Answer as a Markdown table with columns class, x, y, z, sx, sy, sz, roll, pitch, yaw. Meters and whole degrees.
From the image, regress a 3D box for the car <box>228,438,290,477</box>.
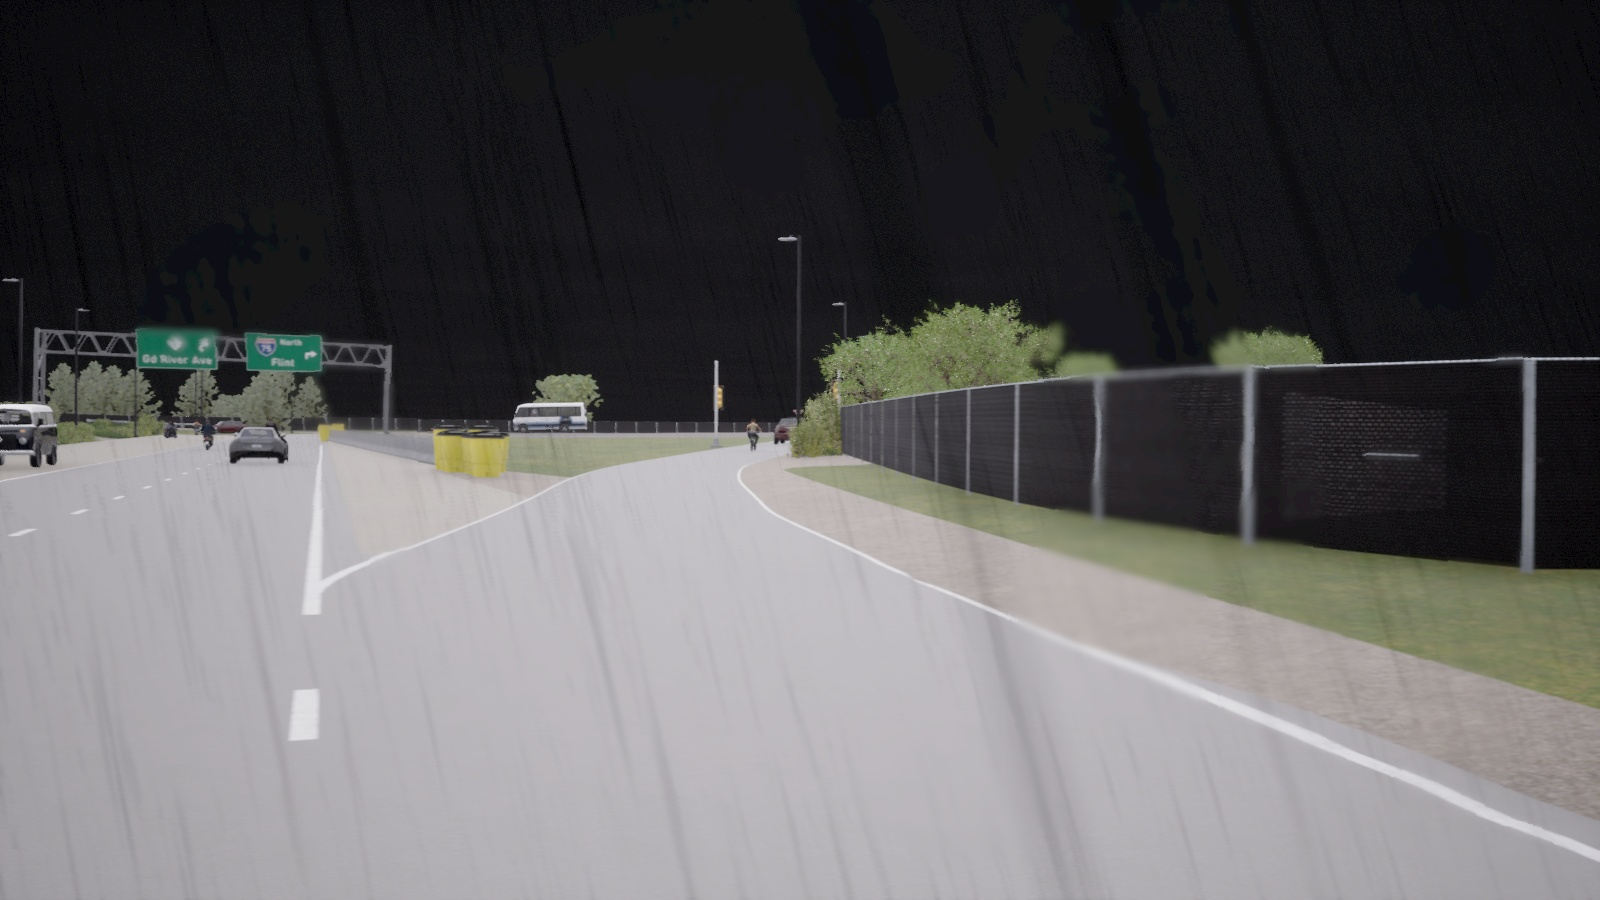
| class | x | y | z | sx | sy | sz | roll | pitch | yaw |
| --- | --- | --- | --- | --- | --- | --- | --- | --- | --- |
| car | -20.765 | 0.238 | 48.348 | 1.994 | 1.385 | 4.181 | -1 | 1 | -21 |

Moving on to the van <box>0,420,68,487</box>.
| class | x | y | z | sx | sy | sz | roll | pitch | yaw |
| --- | --- | --- | --- | --- | --- | --- | --- | --- | --- |
| van | -25.349 | 0.074 | 40.694 | 2.069 | 2.038 | 4.480 | -1 | 1 | -21 |

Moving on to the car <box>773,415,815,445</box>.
| class | x | y | z | sx | sy | sz | roll | pitch | yaw |
| --- | --- | --- | --- | --- | --- | --- | --- | --- | --- |
| car | -0.353 | -1.264 | 78.769 | 2.097 | 1.767 | 4.553 | -1 | 1 | 6 |
